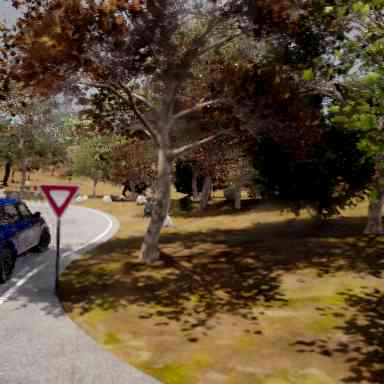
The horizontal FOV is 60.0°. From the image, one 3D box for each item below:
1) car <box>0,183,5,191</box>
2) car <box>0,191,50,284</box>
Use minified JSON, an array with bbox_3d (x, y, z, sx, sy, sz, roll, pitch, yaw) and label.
[{"bbox_3d":[-20.261,0.041,31.598,5.566,2.045,2.150,2,1,24],"label":"car"},{"bbox_3d":[-5.953,1.184,9.790,2.150,2.045,5.566,1,2,-9],"label":"car"}]
